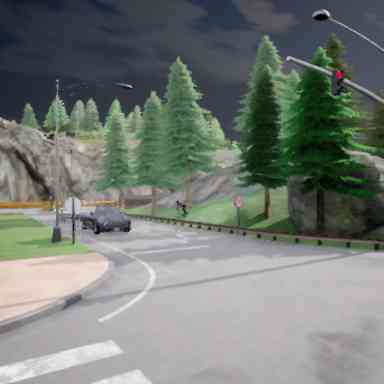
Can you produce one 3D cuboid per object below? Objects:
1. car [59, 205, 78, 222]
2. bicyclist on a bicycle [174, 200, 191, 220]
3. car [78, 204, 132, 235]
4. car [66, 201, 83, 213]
[{"bbox_3d":[-11.239,1.905,30.661,1.812,1.442,4.674,0,-1,-31],"label":"car"},{"bbox_3d":[-0.857,1.416,26.792,1.656,1.620,0.582,-22,14,-29],"label":"bicyclist on a bicycle"},{"bbox_3d":[-5.458,1.603,21.022,2.097,1.767,4.553,0,-1,-31],"label":"car"},{"bbox_3d":[-16.932,2.067,47.787,1.882,1.535,5.008,0,-1,-25],"label":"car"}]
